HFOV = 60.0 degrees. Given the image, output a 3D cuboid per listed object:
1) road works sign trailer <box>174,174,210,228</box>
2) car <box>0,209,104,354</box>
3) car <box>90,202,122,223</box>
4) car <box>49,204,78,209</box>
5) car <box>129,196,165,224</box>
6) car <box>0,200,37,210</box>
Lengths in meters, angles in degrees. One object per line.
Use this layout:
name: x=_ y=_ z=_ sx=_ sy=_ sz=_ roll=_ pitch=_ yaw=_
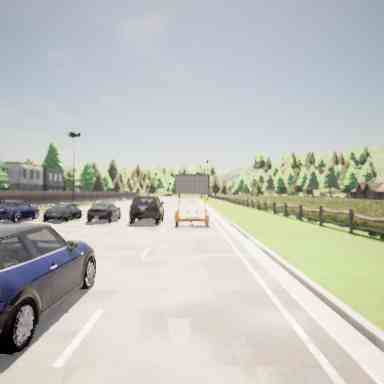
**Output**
road works sign trailer: x=0.004 y=0.531 z=22.819 sx=2.380 sy=3.560 sz=2.880 roll=0 pitch=0 yaw=0
car: x=-3.398 y=1.371 z=6.315 sx=2.097 sy=1.767 sz=4.553 roll=0 pitch=0 yaw=0
car: x=-6.895 y=1.582 z=26.427 sx=1.837 sy=1.490 sz=4.892 roll=0 pitch=0 yaw=0
car: x=-10.396 y=1.643 z=27.087 sx=1.994 sy=1.385 sz=4.181 roll=0 pitch=0 yaw=0
car: x=-3.396 y=1.296 z=25.667 sx=2.150 sy=2.045 sz=5.566 roll=0 pitch=0 yaw=0
car: x=-13.897 y=1.428 z=26.108 sx=2.097 sy=1.767 sz=4.553 roll=0 pitch=0 yaw=0
